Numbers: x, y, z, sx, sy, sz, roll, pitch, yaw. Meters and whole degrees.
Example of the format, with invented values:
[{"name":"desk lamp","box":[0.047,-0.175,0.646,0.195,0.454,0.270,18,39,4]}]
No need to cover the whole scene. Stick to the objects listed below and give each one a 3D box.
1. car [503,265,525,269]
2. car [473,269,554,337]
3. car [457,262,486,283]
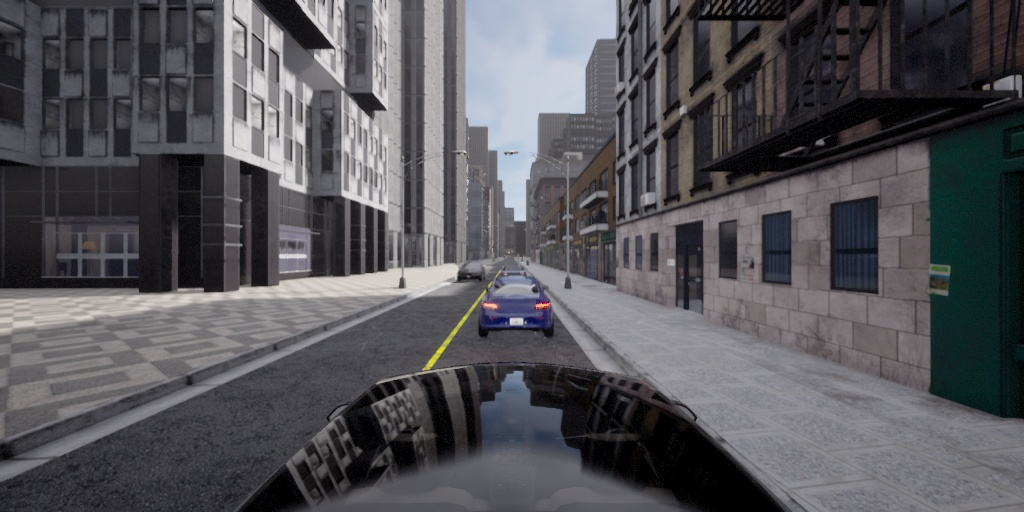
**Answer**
[{"name":"car","box":[0.093,1.335,27.878,1.895,1.301,4.718,0,0,-1]},{"name":"car","box":[0.096,1.267,10.133,1.812,1.442,4.674,0,0,0]},{"name":"car","box":[-3.111,1.212,28.168,1.882,1.535,5.008,0,0,0]}]
